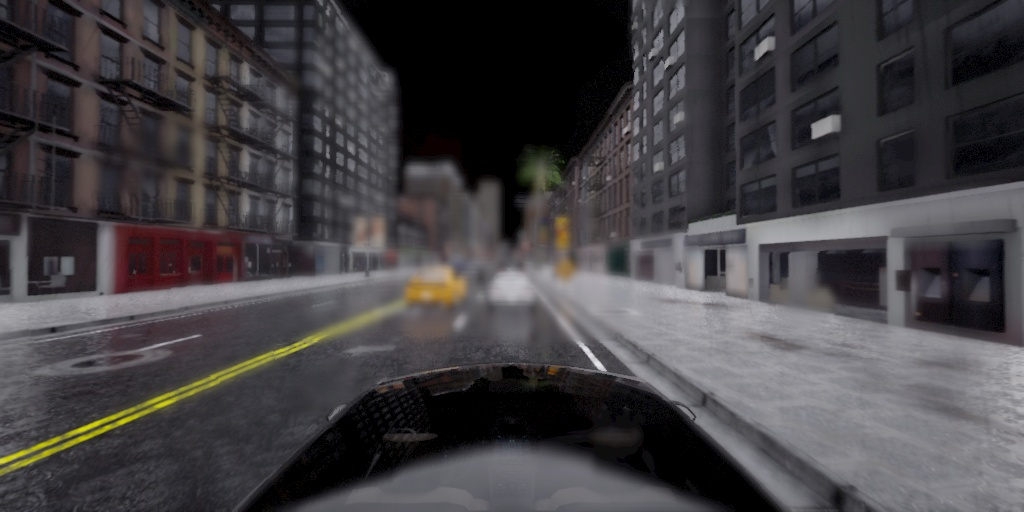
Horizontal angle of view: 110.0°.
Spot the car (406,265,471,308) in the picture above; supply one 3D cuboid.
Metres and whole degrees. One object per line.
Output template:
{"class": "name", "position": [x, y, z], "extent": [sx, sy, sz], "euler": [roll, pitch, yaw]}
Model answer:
{"class": "car", "position": [-3.226, 1.363, 16.089], "extent": [1.882, 1.535, 5.008], "euler": [0, 0, 0]}

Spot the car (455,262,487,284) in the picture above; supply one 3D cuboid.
{"class": "car", "position": [-3.232, 1.510, 30.356], "extent": [2.128, 1.511, 4.902], "euler": [0, 0, 0]}

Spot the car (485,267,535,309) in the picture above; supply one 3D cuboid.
{"class": "car", "position": [0.021, 1.407, 15.748], "extent": [1.812, 1.442, 4.674], "euler": [0, 0, 0]}

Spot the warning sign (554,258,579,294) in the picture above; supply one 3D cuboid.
{"class": "warning sign", "position": [2.850, 1.026, 18.854], "extent": [1.300, 1.860, 1.060], "euler": [0, 0, 0]}

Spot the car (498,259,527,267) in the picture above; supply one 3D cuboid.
{"class": "car", "position": [0.008, 1.233, 29.421], "extent": [2.150, 2.045, 5.566], "euler": [0, 0, 0]}
